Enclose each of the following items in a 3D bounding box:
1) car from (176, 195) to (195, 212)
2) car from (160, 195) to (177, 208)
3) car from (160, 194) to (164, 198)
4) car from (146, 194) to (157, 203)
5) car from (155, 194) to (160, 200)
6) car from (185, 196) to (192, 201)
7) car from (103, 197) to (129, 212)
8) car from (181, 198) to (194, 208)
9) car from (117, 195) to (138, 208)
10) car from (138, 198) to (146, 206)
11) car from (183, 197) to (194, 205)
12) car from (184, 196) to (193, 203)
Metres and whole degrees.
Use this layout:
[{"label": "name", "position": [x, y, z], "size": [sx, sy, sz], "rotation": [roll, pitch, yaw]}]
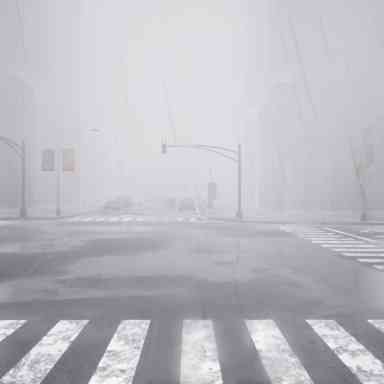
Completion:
[{"label": "car", "position": [-0.566, 1.448, 38.991], "size": [1.967, 1.590, 4.097], "rotation": [0, 0, 0]}, {"label": "car", "position": [-3.288, 1.537, 49.859], "size": [1.837, 1.490, 4.892], "rotation": [0, 0, 0]}, {"label": "car", "position": [-9.381, 1.695, 93.207], "size": [1.887, 1.381, 4.507], "rotation": [0, 0, 0]}, {"label": "car", "position": [-9.265, 1.668, 71.504], "size": [1.802, 1.307, 4.206], "rotation": [0, 0, 0]}, {"label": "car", "position": [-9.295, 1.417, 76.930], "size": [2.192, 1.841, 5.009], "rotation": [0, 0, 0]}, {"label": "car", "position": [-0.857, 1.695, 93.240], "size": [1.887, 1.381, 4.507], "rotation": [0, 0, 0]}, {"label": "car", "position": [-9.090, 1.574, 38.948], "size": [1.947, 1.339, 4.313], "rotation": [0, 0, 0]}, {"label": "car", "position": [-0.623, 1.614, 49.840], "size": [1.802, 1.307, 4.206], "rotation": [0, 0, 0]}, {"label": "car", "position": [-9.120, 1.335, 44.374], "size": [2.192, 1.841, 5.009], "rotation": [0, 0, 0]}, {"label": "car", "position": [-9.176, 1.570, 55.056], "size": [1.752, 1.417, 4.829], "rotation": [0, 0, 0]}, {"label": "car", "position": [-0.682, 1.603, 60.690], "size": [1.887, 1.381, 4.507], "rotation": [0, 0, 0]}, {"label": "car", "position": [-0.741, 1.612, 71.710], "size": [1.752, 1.417, 4.829], "rotation": [0, 0, 0]}]
